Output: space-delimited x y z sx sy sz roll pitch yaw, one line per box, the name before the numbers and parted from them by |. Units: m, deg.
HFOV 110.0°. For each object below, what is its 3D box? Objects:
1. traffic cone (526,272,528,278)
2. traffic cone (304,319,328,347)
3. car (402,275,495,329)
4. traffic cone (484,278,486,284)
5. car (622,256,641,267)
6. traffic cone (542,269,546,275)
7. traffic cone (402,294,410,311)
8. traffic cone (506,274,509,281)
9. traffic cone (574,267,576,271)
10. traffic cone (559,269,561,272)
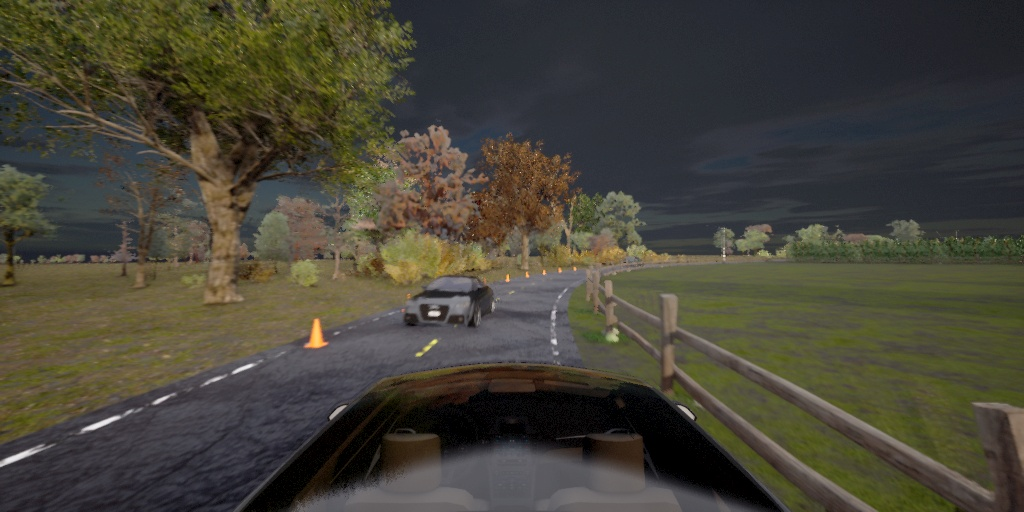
traffic cone | 1.385 1.672 32.894 0.340 0.580 0.340 0 0 21
traffic cone | -4.309 1.679 7.905 0.340 0.580 0.340 0 0 4
car | -1.770 1.312 11.267 1.994 1.385 4.181 0 0 7
traffic cone | -1.767 1.692 23.106 0.340 0.580 0.340 0 0 15
car | 19.666 0.859 59.271 2.097 1.767 4.553 0 1 36
traffic cone | 3.383 1.652 37.633 0.340 0.580 0.340 0 0 25
traffic cone | -3.758 1.689 13.019 0.340 0.580 0.340 0 0 8
traffic cone | -0.333 1.685 28.046 0.340 0.580 0.340 0 0 18
traffic cone | 8.190 1.595 46.723 0.340 0.580 0.340 0 0 31
traffic cone | 5.655 1.627 42.249 0.340 0.580 0.340 0 0 28
